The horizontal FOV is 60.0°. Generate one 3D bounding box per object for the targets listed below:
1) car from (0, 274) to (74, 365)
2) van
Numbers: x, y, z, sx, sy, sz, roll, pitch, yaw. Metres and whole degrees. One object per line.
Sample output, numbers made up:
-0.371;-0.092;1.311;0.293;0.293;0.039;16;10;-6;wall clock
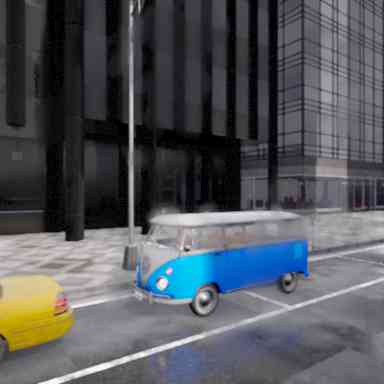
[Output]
-3.961;1.526;3.831;4.829;1.417;1.752;0;0;-35;car
0.766;1.333;7.157;3.998;1.788;1.690;0;0;-35;van
